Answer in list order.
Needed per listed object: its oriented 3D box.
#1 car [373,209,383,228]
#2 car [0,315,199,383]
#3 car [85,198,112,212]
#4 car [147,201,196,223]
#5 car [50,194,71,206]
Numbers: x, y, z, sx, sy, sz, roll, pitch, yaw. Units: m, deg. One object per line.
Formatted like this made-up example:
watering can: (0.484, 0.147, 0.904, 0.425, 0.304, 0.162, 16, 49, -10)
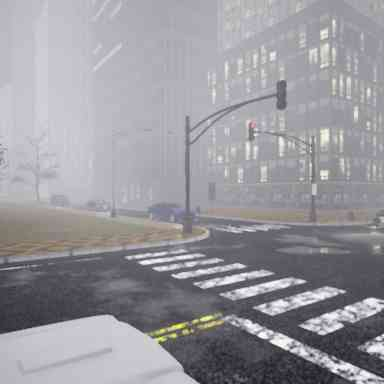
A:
car: (13.446, 1.497, 21.227, 4.902, 1.511, 2.128, 0, 0, -35)
car: (-2.177, 1.601, 1.891, 4.718, 1.301, 1.895, 0, 0, -36)
car: (-11.109, 1.491, 39.302, 2.128, 1.511, 4.902, 0, 0, -35)
car: (-1.653, 1.478, 25.864, 1.882, 1.535, 5.008, 0, 0, -36)
car: (-21.554, 1.328, 54.307, 2.150, 2.045, 5.566, 0, 0, -35)
